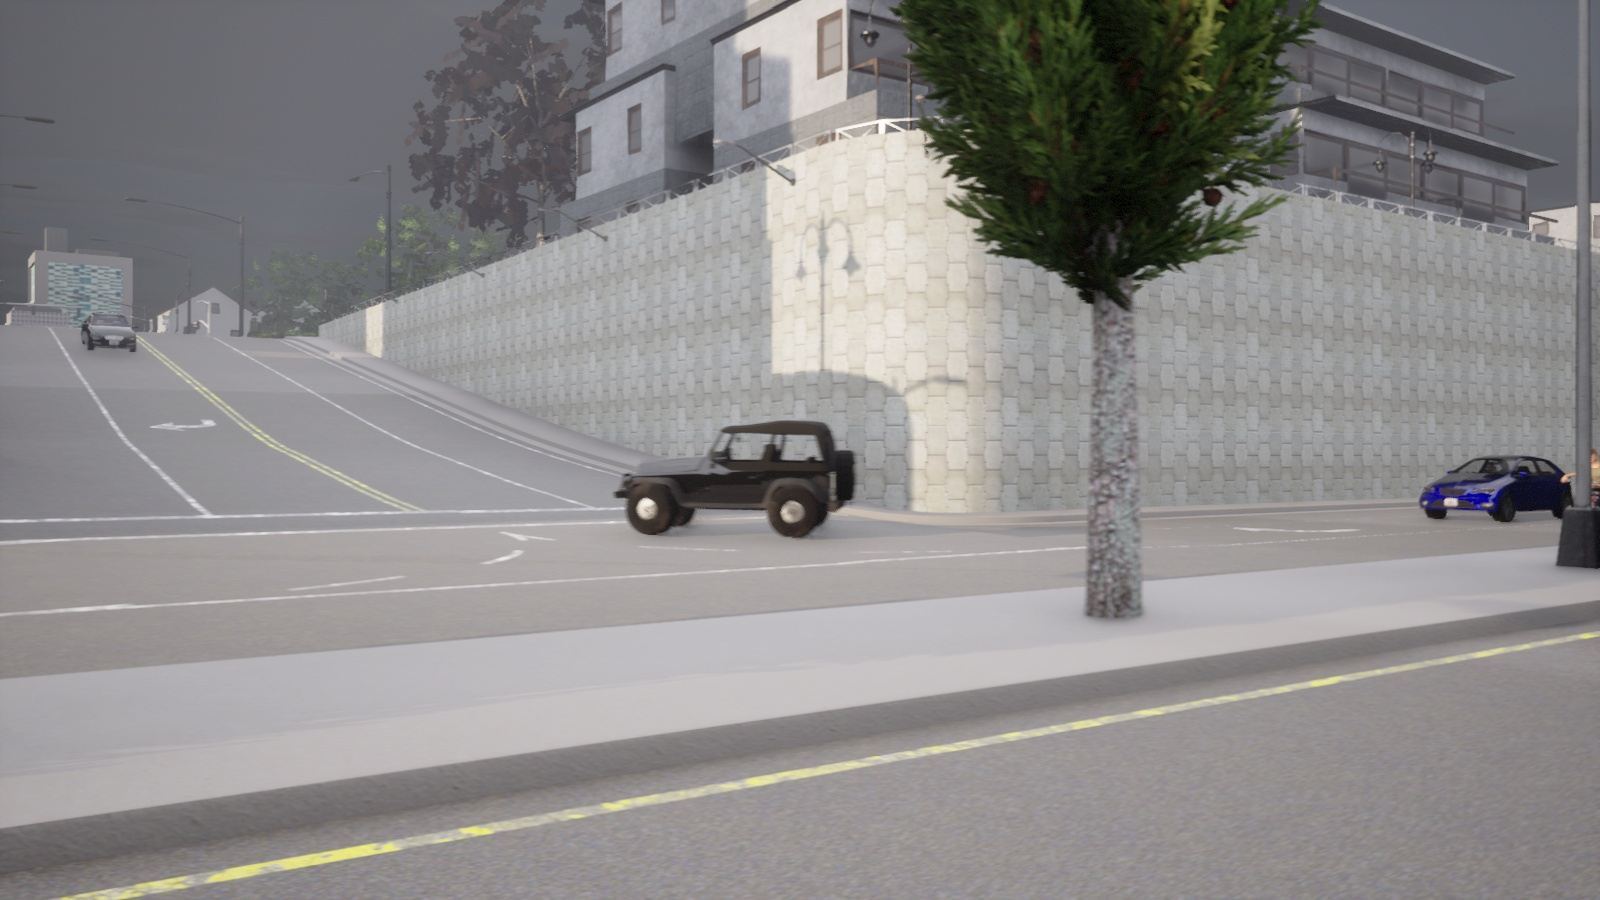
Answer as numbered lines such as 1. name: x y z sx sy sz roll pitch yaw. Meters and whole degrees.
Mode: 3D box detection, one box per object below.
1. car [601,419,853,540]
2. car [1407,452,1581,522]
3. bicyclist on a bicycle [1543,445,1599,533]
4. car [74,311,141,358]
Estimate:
1. car: -1.139 0.434 20.762 3.866 1.878 1.905 0 1 8
2. car: 15.915 0.795 28.748 4.193 1.474 1.816 0 0 -35
3. bicyclist on a bicycle: 14.879 0.708 23.758 1.509 1.612 0.866 0 0 -35
4. car: -30.187 -5.060 54.638 2.128 1.511 4.902 0 9 -34
